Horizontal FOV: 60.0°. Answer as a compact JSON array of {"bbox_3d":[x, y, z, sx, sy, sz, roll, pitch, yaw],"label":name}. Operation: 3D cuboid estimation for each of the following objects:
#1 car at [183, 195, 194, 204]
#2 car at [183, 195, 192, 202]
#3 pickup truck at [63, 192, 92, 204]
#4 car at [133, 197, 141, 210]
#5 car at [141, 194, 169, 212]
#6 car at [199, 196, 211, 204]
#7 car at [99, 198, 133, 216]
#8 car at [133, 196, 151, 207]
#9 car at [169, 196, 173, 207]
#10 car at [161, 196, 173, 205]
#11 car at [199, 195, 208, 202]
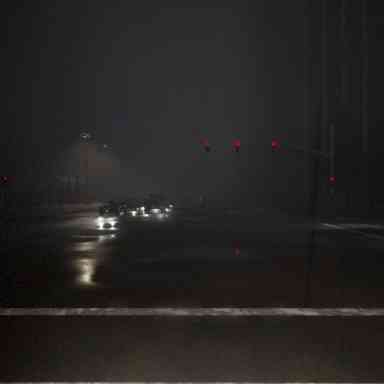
[{"bbox_3d":[-0.758,1.352,65.361,2.097,1.767,4.553,0,0,-1],"label":"car"},{"bbox_3d":[-0.958,1.478,75.364,1.882,1.535,5.008,0,0,-1],"label":"car"},{"bbox_3d":[-20.926,1.059,59.994,2.390,2.098,6.274,0,0,30],"label":"pickup truck"},{"bbox_3d":[-7.725,1.478,42.148,1.882,1.535,5.008,0,0,-1],"label":"car"},{"bbox_3d":[-4.186,1.221,38.479,2.150,2.045,5.566,0,0,-1],"label":"car"},{"bbox_3d":[2.748,1.491,64.776,2.128,1.511,4.902,0,0,-1],"label":"car"},{"bbox_3d":[-7.704,1.491,32.845,2.128,1.511,4.902,0,0,2],"label":"car"},{"bbox_3d":[-7.823,1.491,52.532,2.128,1.511,4.902,0,0,-1],"label":"car"},{"bbox_3d":[-4.281,1.601,48.426,1.895,1.301,4.718,0,0,-1],"label":"car"},{"bbox_3d":[-4.367,1.478,58.865,1.882,1.535,5.008,0,0,0],"label":"car"},{"bbox_3d":[2.545,1.524,75.160,1.812,1.442,4.674,0,0,-1],"label":"car"}]
